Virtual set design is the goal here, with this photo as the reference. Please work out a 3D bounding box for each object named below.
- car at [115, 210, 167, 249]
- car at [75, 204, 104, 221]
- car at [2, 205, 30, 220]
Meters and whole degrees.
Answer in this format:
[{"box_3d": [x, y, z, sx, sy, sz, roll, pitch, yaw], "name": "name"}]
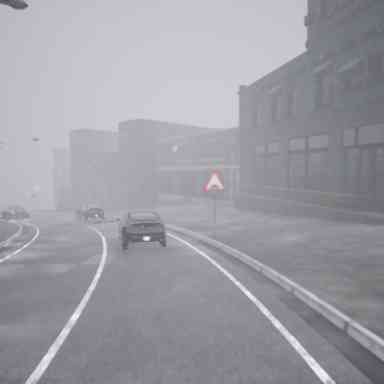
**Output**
[{"box_3d": [-2.390, 1.597, 15.355, 1.837, 1.490, 4.892, -1, -1, -15], "name": "car"}, {"box_3d": [-9.991, 1.949, 32.255, 1.837, 1.490, 4.892, -2, -1, -33], "name": "car"}, {"box_3d": [-21.814, 2.414, 41.052, 2.097, 1.767, 4.553, -4, 1, -44], "name": "car"}]
